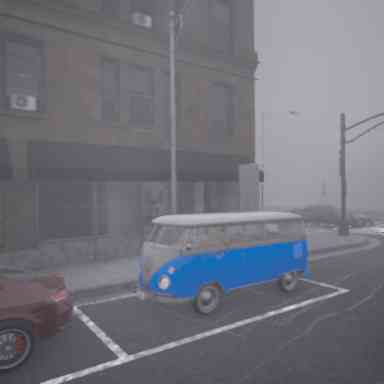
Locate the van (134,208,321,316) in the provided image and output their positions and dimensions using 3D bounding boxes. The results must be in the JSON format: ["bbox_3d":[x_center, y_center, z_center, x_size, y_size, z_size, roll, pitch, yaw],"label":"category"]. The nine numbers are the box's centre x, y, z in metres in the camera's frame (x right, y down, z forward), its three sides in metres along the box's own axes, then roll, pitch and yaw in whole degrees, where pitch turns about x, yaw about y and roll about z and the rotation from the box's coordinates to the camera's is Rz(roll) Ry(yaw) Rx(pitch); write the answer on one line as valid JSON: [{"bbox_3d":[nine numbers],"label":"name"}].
[{"bbox_3d":[0.791,1.343,7.224,3.998,1.788,1.690,0,-1,-35],"label":"van"}]

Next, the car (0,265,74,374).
[{"bbox_3d":[-3.652,1.583,4.055,4.206,1.307,1.802,0,-1,-35],"label":"car"}]

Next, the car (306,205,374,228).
[{"bbox_3d":[9.120,1.571,22.309,2.033,1.411,5.357,-1,1,-35],"label":"car"}]
